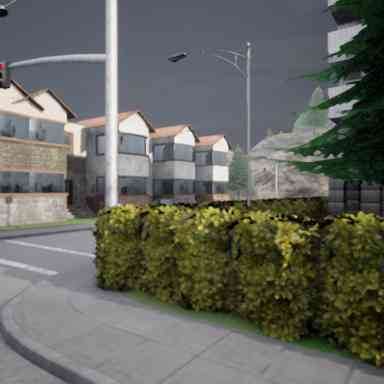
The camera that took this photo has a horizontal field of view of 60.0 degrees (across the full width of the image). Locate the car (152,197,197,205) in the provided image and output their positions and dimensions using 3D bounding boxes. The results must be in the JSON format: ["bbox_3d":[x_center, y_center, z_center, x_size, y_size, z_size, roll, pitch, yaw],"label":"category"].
[{"bbox_3d":[-1.634,1.404,23.687,2.150,2.045,5.566,0,0,35],"label":"car"}]
